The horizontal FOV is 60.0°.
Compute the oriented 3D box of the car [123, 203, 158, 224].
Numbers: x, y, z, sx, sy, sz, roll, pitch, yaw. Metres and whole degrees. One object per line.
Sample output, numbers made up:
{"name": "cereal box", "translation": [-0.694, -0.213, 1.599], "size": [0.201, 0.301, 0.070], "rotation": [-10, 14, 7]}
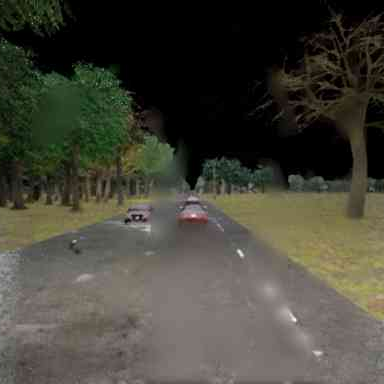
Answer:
{"name": "car", "translation": [-3.552, 1.483, 23.673], "size": [1.994, 1.385, 4.181], "rotation": [0, 0, 0]}

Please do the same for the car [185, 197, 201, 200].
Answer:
{"name": "car", "translation": [0.089, 1.332, 41.270], "size": [1.882, 1.535, 5.008], "rotation": [0, 0, 0]}

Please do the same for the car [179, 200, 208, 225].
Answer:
{"name": "car", "translation": [0.101, 1.483, 23.452], "size": [1.994, 1.385, 4.181], "rotation": [0, 0, 0]}
